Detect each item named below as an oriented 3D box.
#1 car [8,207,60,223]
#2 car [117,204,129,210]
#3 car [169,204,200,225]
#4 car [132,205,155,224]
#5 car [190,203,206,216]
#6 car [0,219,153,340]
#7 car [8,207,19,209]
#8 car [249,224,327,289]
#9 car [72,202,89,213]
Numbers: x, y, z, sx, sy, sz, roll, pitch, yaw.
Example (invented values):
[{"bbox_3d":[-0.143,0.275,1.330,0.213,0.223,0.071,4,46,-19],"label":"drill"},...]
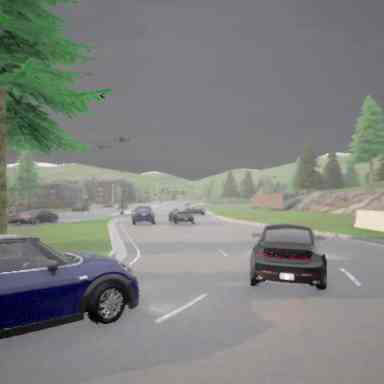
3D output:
[{"bbox_3d":[-15.157,2.499,32.620,2.033,1.411,5.357,-1,-1,10],"label":"car"},{"bbox_3d":[-15.291,3.272,73.791,1.994,1.385,4.181,-1,-1,-2],"label":"car"},{"bbox_3d":[-1.022,2.227,31.416,2.128,1.511,4.902,-1,-1,-12],"label":"car"},{"bbox_3d":[-4.814,2.166,32.650,2.097,1.767,4.553,0,-1,-11],"label":"car"},{"bbox_3d":[0.813,2.666,46.995,1.895,1.301,4.718,-1,-1,-3],"label":"car"},{"bbox_3d":[-3.236,1.538,5.929,4.553,1.767,2.097,0,-2,-39],"label":"car"},{"bbox_3d":[-18.505,2.392,34.575,2.097,1.767,4.553,-1,-1,8],"label":"car"},{"bbox_3d":[2.804,1.699,9.821,1.837,1.490,4.892,1,-1,16],"label":"car"},{"bbox_3d":[-22.028,3.015,66.026,2.150,2.045,5.566,-1,-1,-2],"label":"car"}]
